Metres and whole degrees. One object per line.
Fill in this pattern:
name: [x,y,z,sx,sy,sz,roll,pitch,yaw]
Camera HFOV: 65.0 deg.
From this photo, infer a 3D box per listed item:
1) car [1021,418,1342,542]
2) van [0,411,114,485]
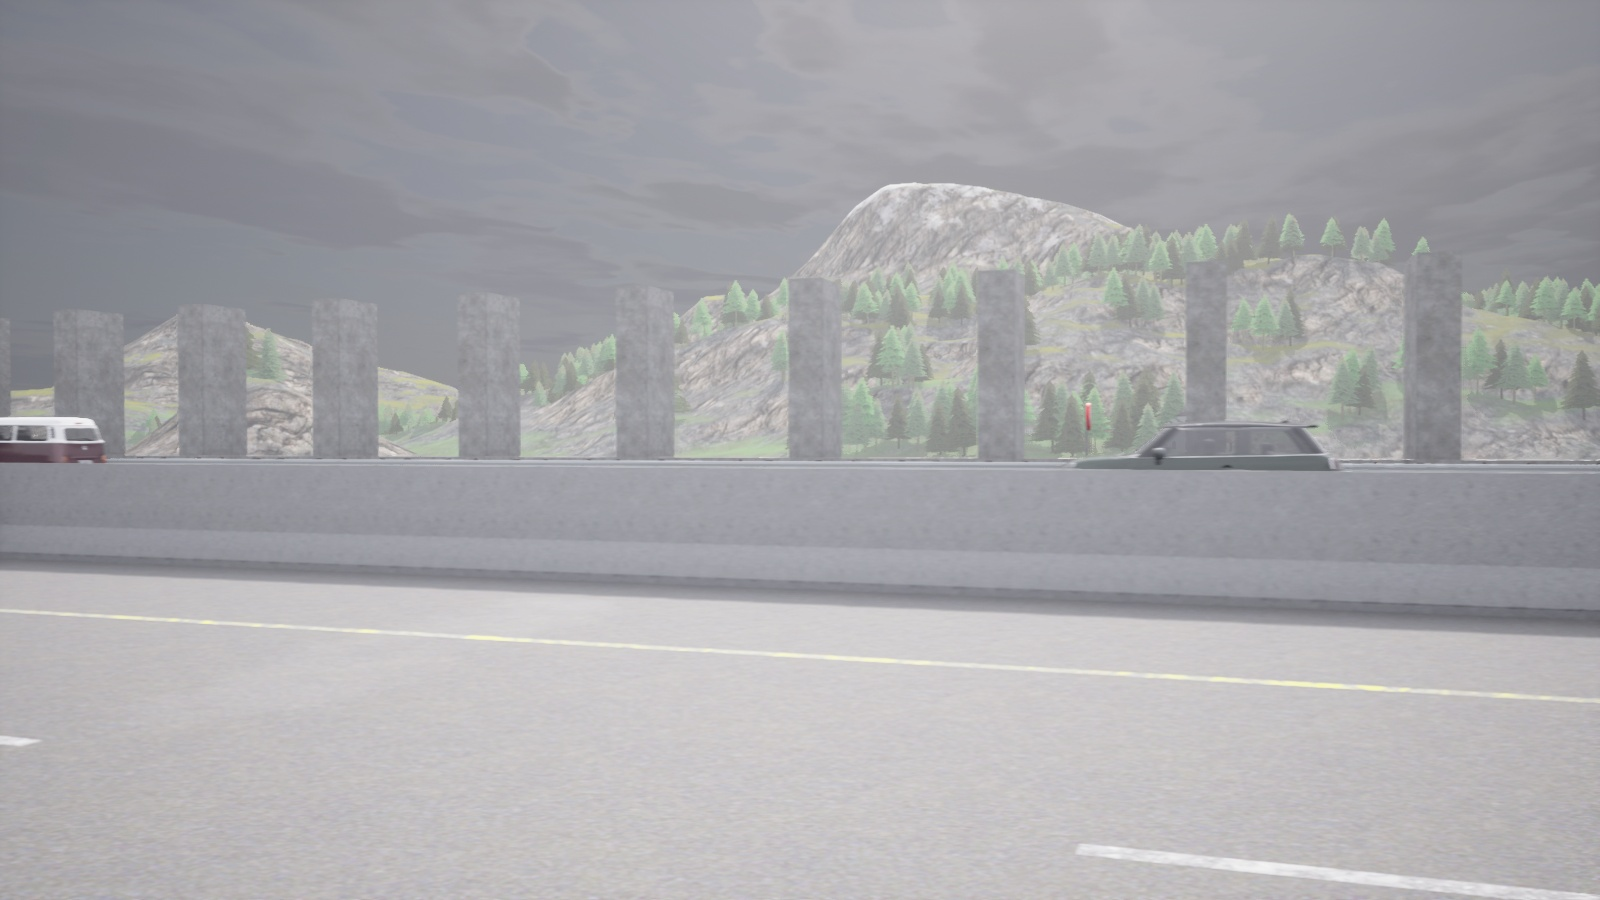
car: [5.916,0.392,19.660,4.553,1.767,2.097,1,1,19]
van: [-22.464,-0.109,36.304,4.480,2.038,2.069,1,1,17]
